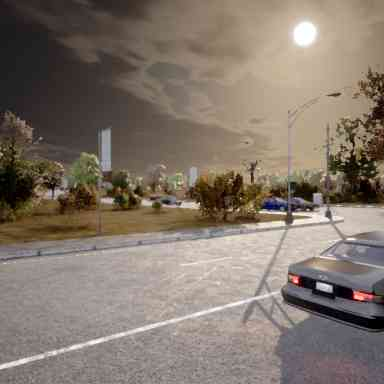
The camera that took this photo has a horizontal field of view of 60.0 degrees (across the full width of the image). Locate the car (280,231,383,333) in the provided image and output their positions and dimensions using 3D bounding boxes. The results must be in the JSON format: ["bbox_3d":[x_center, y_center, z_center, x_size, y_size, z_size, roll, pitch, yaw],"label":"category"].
[{"bbox_3d":[4.103,1.528,6.695,5.357,1.411,2.033,0,0,-36],"label":"car"}]

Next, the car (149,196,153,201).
[{"bbox_3d":[-7.740,1.260,73.374,1.882,1.535,5.008,-1,0,-38],"label":"car"}]

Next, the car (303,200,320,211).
[{"bbox_3d":[11.717,1.363,37.964,2.033,1.411,5.357,-1,0,-39],"label":"car"}]

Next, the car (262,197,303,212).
[{"bbox_3d":[8.935,1.318,35.832,1.882,1.535,5.008,-1,0,-40],"label":"car"}]

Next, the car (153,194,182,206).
[{"bbox_3d":[-3.456,1.340,51.180,2.128,1.511,4.902,-1,0,-39],"label":"car"}]
